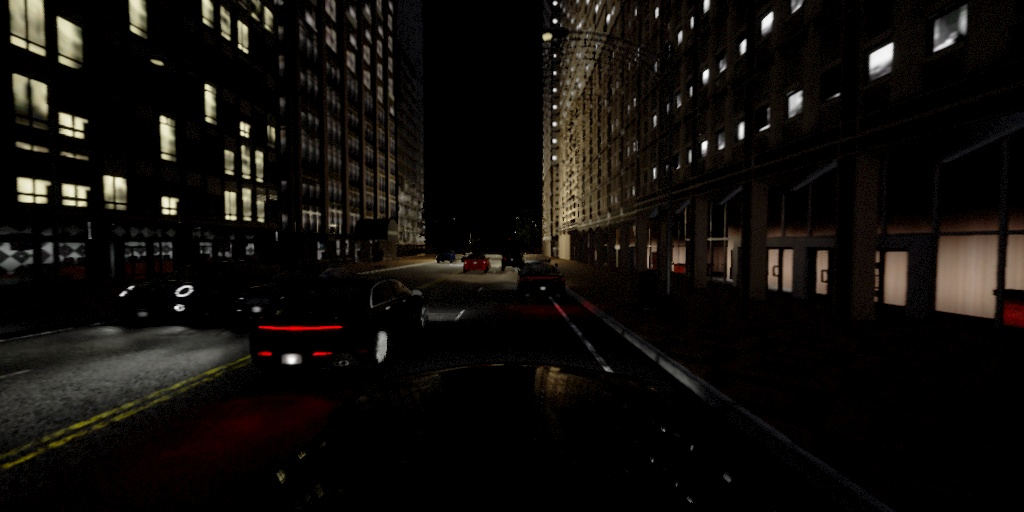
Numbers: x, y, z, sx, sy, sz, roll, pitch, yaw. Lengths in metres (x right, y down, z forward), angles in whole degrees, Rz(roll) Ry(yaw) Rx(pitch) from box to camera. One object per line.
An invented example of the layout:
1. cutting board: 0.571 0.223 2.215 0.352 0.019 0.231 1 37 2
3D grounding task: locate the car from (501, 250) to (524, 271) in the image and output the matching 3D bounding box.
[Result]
1. car: 0.029 0.384 35.909 2.150 2.045 5.566 0 1 0

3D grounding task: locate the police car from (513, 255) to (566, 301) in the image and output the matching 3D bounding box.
1. police car: 1.142 0.936 15.788 1.930 1.638 5.238 0 1 0

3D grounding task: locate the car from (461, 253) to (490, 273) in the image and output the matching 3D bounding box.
1. car: -3.140 0.571 32.701 2.097 1.767 4.553 0 1 0

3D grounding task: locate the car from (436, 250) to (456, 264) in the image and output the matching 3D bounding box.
1. car: -9.781 0.068 53.707 2.150 2.045 5.566 0 1 1

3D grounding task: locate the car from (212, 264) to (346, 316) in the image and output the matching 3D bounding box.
1. car: -6.594 1.072 11.700 2.128 1.511 4.902 0 1 0

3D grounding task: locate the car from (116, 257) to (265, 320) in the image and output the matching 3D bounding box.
1. car: -9.843 0.930 11.788 2.097 1.767 4.553 0 1 0

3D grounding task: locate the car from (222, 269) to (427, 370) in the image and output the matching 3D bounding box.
1. car: -3.149 1.158 7.541 1.837 1.490 4.892 0 2 0
